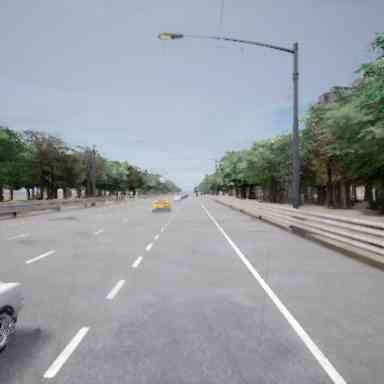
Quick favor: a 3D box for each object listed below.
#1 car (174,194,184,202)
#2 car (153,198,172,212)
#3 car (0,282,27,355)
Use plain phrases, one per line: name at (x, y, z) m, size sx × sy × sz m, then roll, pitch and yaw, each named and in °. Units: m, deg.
car at (-3.380, 1.604, 79.192) m, size 1.812 × 1.442 × 4.674 m, roll 0°, pitch 0°, yaw 0°
car at (-3.501, 1.502, 39.963) m, size 1.882 × 1.535 × 5.008 m, roll 0°, pitch 0°, yaw 0°
car at (-3.505, 1.602, 3.059) m, size 1.895 × 1.301 × 4.718 m, roll 0°, pitch 0°, yaw 0°
